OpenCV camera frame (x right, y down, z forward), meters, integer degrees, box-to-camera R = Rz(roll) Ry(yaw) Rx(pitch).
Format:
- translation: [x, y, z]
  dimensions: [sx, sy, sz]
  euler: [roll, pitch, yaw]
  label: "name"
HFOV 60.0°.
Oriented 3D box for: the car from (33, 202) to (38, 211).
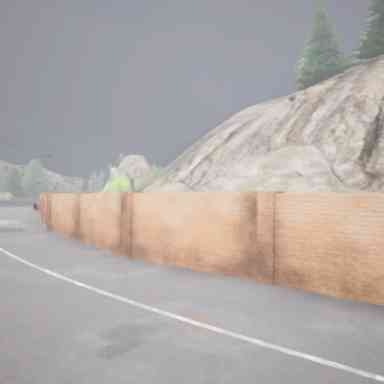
- translation: [-22.378, 2.037, 50.964]
  dimensions: [1.882, 1.535, 5.008]
  euler: [0, -1, 1]
  label: "car"
